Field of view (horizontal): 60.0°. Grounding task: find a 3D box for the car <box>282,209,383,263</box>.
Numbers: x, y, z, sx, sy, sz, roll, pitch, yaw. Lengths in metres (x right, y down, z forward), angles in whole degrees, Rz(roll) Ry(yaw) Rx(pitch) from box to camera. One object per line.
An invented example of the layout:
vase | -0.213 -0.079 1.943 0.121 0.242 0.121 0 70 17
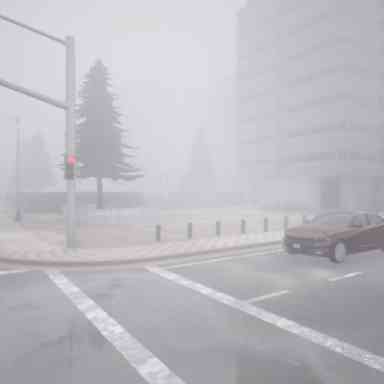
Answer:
car | 5.339 1.403 11.782 5.008 1.535 1.882 0 0 -34
